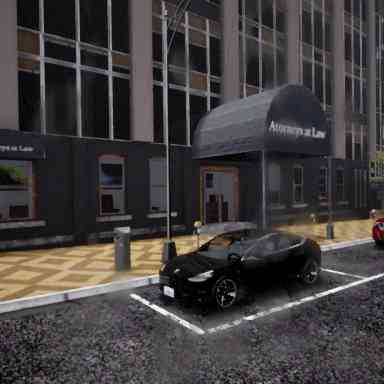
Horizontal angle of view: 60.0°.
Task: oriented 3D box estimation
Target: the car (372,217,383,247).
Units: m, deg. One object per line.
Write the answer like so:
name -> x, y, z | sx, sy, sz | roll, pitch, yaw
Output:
car -> 9.571, 1.310, 13.973 | 5.009, 1.841, 2.192 | 0, -1, -37

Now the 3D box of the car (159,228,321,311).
car -> 1.290, 1.564, 7.777 | 4.313, 1.339, 1.947 | 0, -1, -37
